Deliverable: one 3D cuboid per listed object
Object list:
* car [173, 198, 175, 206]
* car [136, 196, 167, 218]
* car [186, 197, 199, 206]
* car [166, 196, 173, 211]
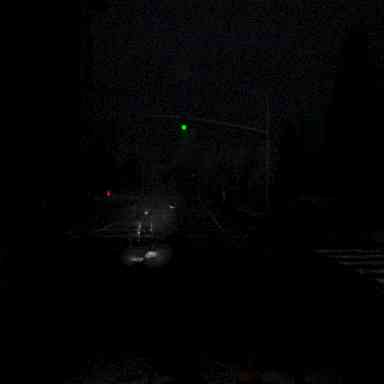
[{"bbox_3d":[-3.514,1.348,49.212,2.033,1.411,5.357,0,0,0],"label":"car"},{"bbox_3d":[-3.602,1.376,28.628,2.128,1.511,4.902,0,0,0],"label":"car"},{"bbox_3d":[0.087,1.398,49.979,1.895,1.301,4.718,0,0,0],"label":"car"},{"bbox_3d":[-3.589,1.445,38.564,1.895,1.301,4.718,0,0,0],"label":"car"}]
